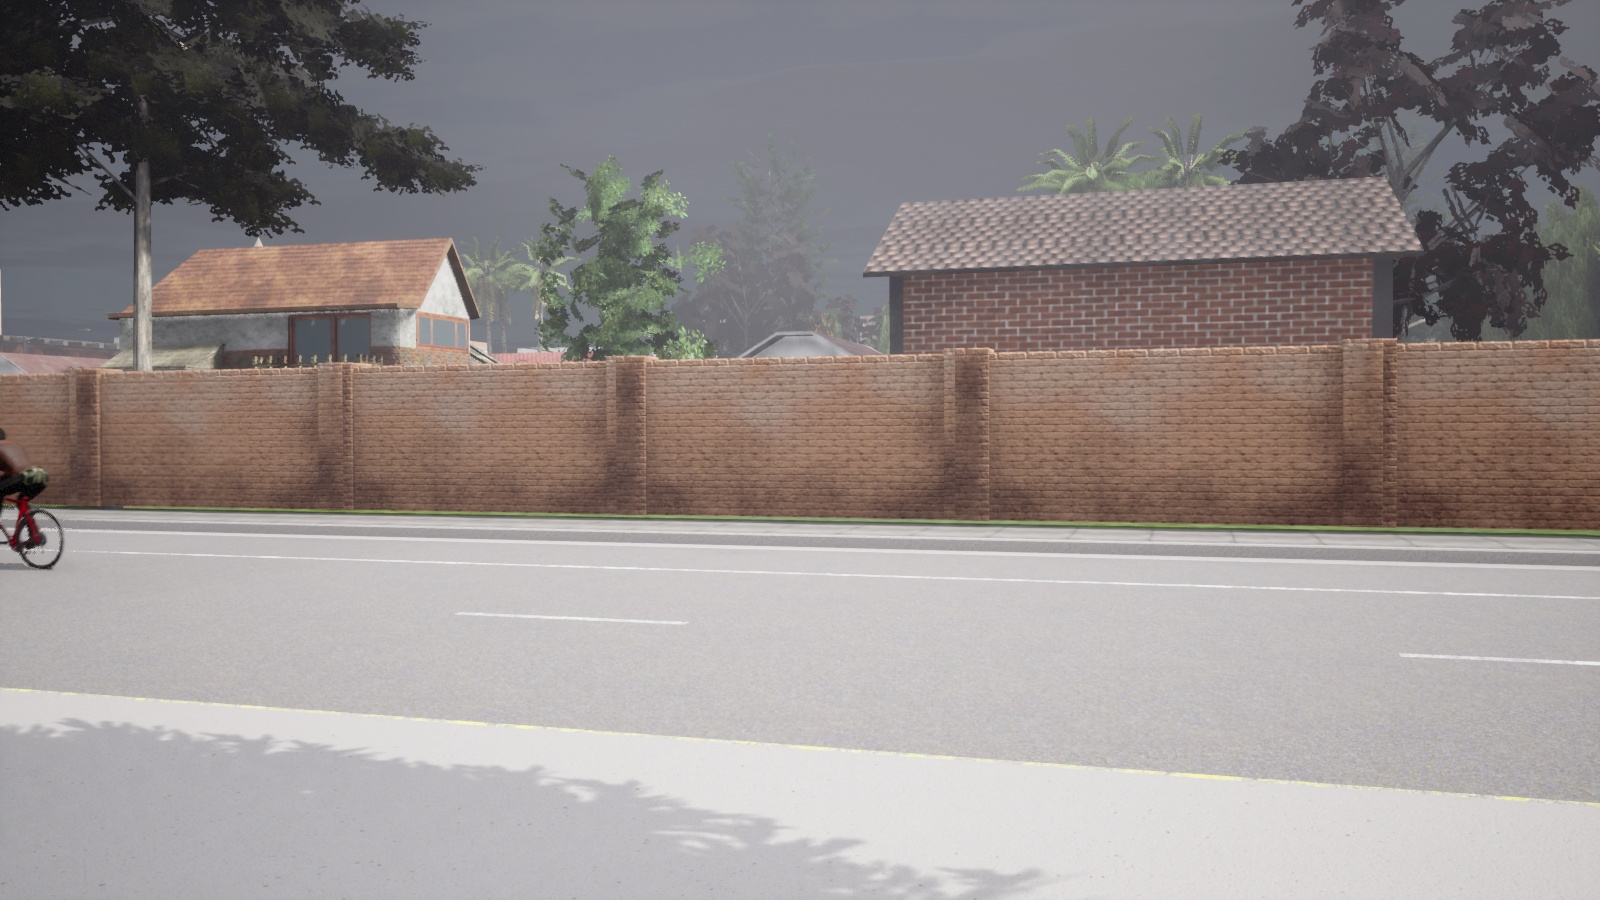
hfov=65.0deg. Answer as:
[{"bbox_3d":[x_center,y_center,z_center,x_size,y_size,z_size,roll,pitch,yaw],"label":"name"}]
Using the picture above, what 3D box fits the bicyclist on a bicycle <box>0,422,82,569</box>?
[{"bbox_3d":[-9.113,0.493,14.340,1.656,1.620,0.582,0,1,17],"label":"bicyclist on a bicycle"}]
